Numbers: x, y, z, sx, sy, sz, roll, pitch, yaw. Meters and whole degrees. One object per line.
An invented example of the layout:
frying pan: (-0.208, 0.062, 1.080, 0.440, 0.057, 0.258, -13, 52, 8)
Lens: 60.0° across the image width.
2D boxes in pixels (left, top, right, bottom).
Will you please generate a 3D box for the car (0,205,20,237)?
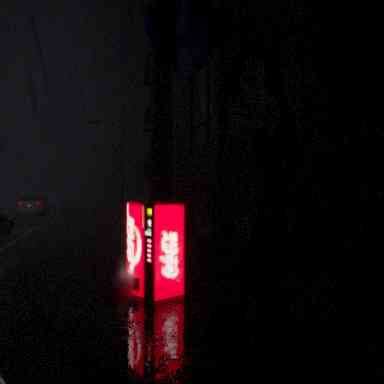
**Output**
car: (-9.843, 1.548, 15.706, 2.033, 1.411, 5.357, 0, 0, -19)

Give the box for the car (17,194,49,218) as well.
car: (-14.578, 1.219, 30.697, 2.150, 2.045, 5.566, 0, -1, -17)

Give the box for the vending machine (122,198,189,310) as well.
vending machine: (-0.775, 1.195, 7.002, 1.100, 2.100, 0.880, 0, 0, -38)
